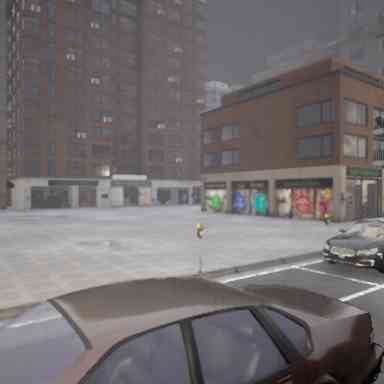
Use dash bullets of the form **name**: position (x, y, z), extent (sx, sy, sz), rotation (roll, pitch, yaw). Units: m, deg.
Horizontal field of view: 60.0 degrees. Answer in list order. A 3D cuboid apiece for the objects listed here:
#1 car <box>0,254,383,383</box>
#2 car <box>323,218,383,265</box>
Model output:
- **car**: position (-0.505, 1.544, 2.715), extent (5.357, 1.411, 2.033), rotation (0, 0, -36)
- **car**: position (5.875, 1.514, 10.380), extent (4.403, 1.369, 2.008), rotation (0, 0, -36)
